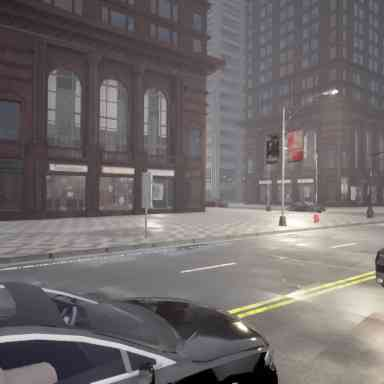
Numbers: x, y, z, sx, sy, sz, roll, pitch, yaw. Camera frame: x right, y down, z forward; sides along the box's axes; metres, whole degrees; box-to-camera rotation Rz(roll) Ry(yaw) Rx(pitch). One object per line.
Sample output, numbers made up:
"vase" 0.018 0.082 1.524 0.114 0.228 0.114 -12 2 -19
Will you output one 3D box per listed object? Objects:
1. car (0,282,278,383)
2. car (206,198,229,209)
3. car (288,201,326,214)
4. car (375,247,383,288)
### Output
"car" -1.421 1.492 2.426 4.902 1.511 2.128 0 0 -35
"car" 3.591 1.734 51.087 1.882 1.535 5.008 1 -1 -35
"car" 12.999 1.745 37.823 1.994 1.385 4.181 1 -1 -35
"car" 6.198 1.516 7.843 4.892 1.490 1.837 0 0 -35
